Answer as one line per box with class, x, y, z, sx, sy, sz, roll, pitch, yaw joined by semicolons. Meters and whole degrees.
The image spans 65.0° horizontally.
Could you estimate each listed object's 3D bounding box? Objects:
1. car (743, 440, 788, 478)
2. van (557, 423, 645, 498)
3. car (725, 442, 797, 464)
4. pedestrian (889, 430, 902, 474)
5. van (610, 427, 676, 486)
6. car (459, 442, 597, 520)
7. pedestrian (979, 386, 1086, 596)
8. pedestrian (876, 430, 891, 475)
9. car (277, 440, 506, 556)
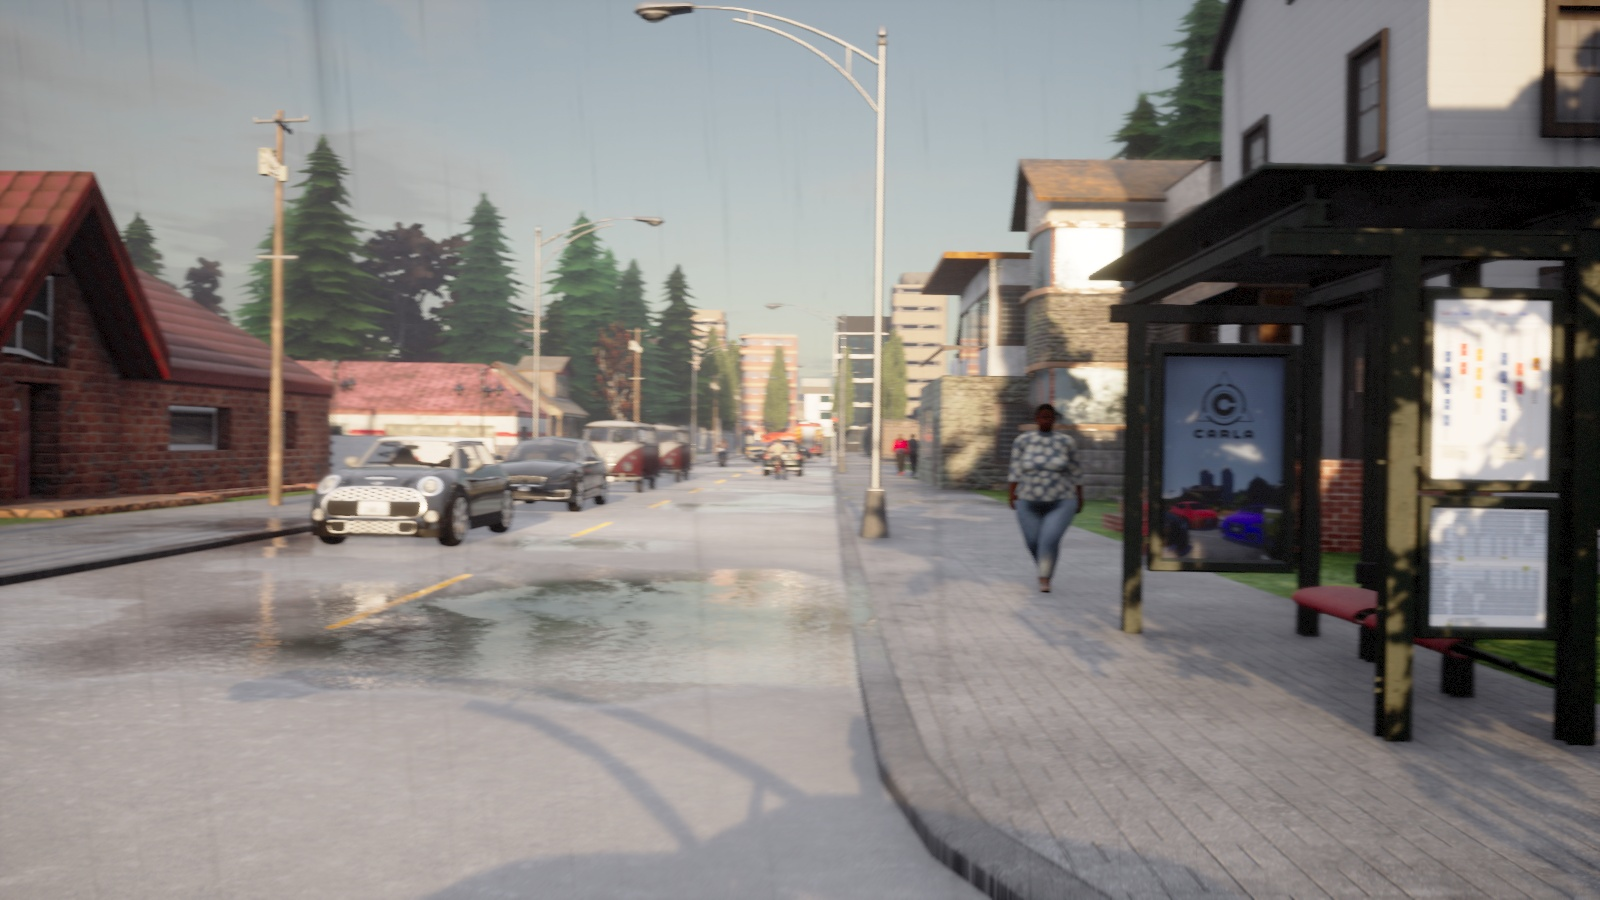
car;-1.458;0.359;54.089;1.789;1.549;3.705;0;0;0
van;-5.574;0.270;35.707;1.775;1.987;4.442;0;0;0
car;-2.619;0.202;85.218;4.674;1.442;1.812;0;0;-36
pedestrian;4.016;0.079;52.830;0.540;1.848;0.694;0;0;4
van;-5.518;0.210;44.602;1.775;1.987;4.442;0;0;0
car;-5.631;0.583;26.611;1.837;1.490;4.892;0;0;0
pedestrian;2.172;0.360;11.661;0.874;1.855;0.900;0;0;17
pedestrian;3.454;0.086;52.018;0.634;1.844;0.899;0;0;4
car;-5.674;0.601;17.964;1.970;1.475;3.806;0;0;1
